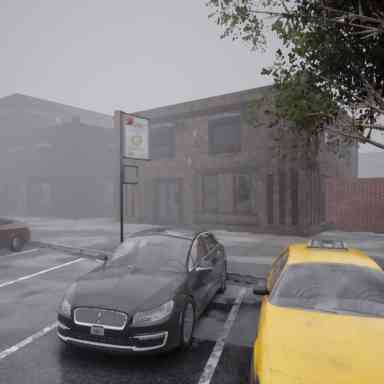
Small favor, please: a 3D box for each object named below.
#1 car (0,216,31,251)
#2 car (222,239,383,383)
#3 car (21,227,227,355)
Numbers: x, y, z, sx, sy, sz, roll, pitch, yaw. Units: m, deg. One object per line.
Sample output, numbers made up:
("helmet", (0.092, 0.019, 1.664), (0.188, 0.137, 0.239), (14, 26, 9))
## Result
("car", (-7.830, 1.528, 11.710), (2.002, 1.452, 4.674), (1, -1, 16))
("car", (1.872, 1.480, 4.536), (1.946, 1.575, 5.366), (1, -1, 16))
("car", (-0.514, 1.487, 6.467), (2.231, 1.521, 4.892), (1, -1, 16))
